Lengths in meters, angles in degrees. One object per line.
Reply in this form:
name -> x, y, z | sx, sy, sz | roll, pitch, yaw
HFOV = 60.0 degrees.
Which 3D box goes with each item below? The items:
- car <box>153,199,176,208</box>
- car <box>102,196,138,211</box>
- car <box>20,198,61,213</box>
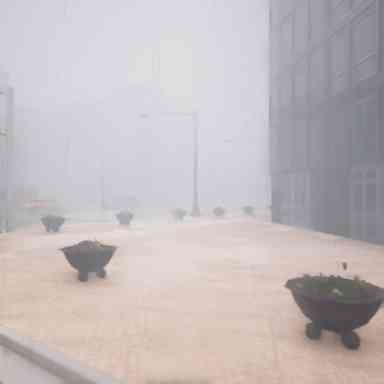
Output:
car -> -4.965, 2.078, 59.751 | 2.128, 1.511, 4.902 | 0, -1, 36
car -> -9.977, 1.605, 46.703 | 2.150, 2.045, 5.566 | 0, -1, 35
car -> -18.516, 1.590, 40.688 | 2.097, 1.767, 4.553 | 0, -1, 35
